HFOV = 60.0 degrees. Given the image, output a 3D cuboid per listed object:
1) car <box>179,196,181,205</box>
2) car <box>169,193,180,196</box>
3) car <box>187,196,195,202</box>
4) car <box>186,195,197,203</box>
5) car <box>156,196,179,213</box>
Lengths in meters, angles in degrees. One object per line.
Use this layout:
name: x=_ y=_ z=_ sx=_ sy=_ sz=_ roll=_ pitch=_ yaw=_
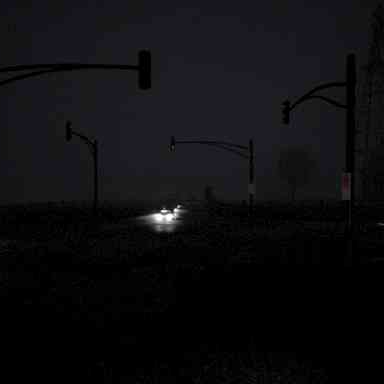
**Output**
car: x=-2.993 y=1.595 z=47.416 sx=1.895 sy=1.301 sz=4.718 roll=0 pitch=0 yaw=0
car: x=-3.036 y=1.216 z=57.768 sx=2.150 sy=2.045 sz=5.566 roll=0 pitch=0 yaw=0
car: x=-0.299 y=1.594 z=78.314 sx=1.895 sy=1.301 sz=4.718 roll=0 pitch=0 yaw=0
car: x=-0.152 y=1.349 z=68.197 sx=2.097 sy=1.767 sz=4.553 roll=0 pitch=0 yaw=0
car: x=-2.946 y=1.485 z=37.601 sx=2.128 sy=1.511 sz=4.902 roll=0 pitch=0 yaw=0
